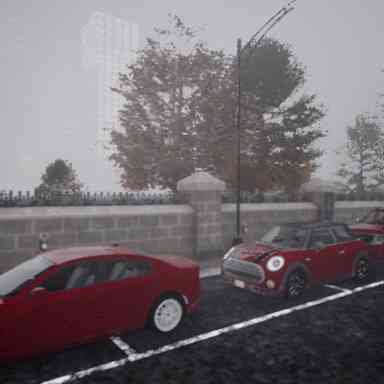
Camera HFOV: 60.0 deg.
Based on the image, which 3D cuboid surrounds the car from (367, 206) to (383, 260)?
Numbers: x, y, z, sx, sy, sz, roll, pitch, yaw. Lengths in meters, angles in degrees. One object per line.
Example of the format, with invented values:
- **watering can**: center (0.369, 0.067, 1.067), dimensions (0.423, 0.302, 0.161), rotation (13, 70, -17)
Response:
- **car**: center (7.262, 1.440, 11.738), dimensions (5.009, 1.841, 2.192), rotation (1, 0, -35)

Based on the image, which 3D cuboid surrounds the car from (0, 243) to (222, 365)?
- **car**: center (-1.905, 1.558, 5.199), dimensions (4.507, 1.381, 1.887), rotation (1, 0, -35)

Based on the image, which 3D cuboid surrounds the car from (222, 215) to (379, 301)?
- **car**: center (2.678, 1.508, 8.467), dimensions (4.097, 1.590, 1.967), rotation (1, 0, -35)
